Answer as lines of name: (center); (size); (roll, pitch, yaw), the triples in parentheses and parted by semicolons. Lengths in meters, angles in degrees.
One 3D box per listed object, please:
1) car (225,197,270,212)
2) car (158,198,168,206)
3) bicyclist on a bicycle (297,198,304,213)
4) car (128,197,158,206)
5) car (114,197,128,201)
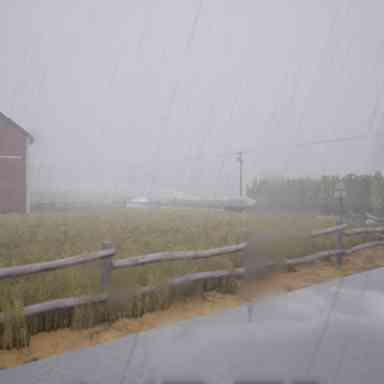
car: (5.149, 1.350, 31.216); (2.097, 1.767, 4.553); (0, 0, -35)
car: (-5.515, 1.562, 52.057); (1.994, 1.385, 4.181); (0, 0, -35)
bicyclist on a bicycle: (11.274, 1.453, 34.070); (1.656, 1.620, 0.582); (0, 0, -35)
car: (-7.281, 1.524, 48.838); (1.812, 1.442, 4.674); (0, 0, -35)
car: (-11.748, 1.546, 59.838); (5.357, 1.411, 2.033); (0, 0, 33)
